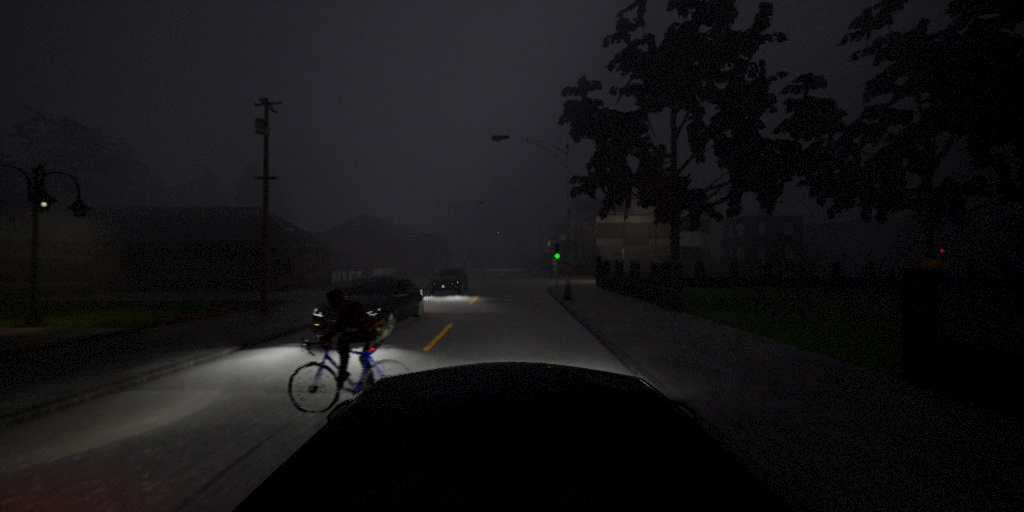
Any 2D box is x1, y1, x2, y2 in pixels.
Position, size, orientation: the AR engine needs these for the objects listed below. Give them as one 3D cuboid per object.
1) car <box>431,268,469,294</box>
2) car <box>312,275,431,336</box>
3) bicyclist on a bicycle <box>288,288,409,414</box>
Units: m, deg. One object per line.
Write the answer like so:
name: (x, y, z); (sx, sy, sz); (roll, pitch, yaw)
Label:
car: (-3.873, 1.505, 22.648); (1.837, 1.490, 4.892); (0, -1, 0)
car: (-4.034, 1.364, 10.835); (1.837, 1.490, 4.892); (0, -1, 1)
bicyclist on a bicycle: (-2.097, 1.238, 4.638); (1.656, 1.620, 0.582); (-2, -1, 0)
